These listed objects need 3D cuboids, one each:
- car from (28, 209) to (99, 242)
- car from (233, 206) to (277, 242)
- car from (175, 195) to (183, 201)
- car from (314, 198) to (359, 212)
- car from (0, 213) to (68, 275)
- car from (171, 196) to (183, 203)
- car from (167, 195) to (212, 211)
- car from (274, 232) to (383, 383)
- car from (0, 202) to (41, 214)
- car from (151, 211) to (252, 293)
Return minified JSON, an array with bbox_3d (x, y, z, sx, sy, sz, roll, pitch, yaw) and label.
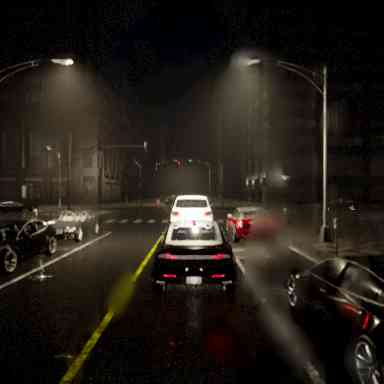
[{"bbox_3d":[-5.779,1.549,16.124,2.008,1.369,4.403,0,0,0],"label":"car"},{"bbox_3d":[2.746,1.438,16.135,1.967,1.590,4.097,0,0,0],"label":"car"},{"bbox_3d":[-3.185,1.545,84.855,1.837,1.490,4.892,0,0,0],"label":"car"},{"bbox_3d":[16.360,1.453,37.762,4.892,1.490,1.837,0,0,0],"label":"car"},{"bbox_3d":[-5.772,1.564,10.487,1.947,1.339,4.313,0,0,0],"label":"car"},{"bbox_3d":[-3.106,1.552,69.575,2.128,1.511,4.902,0,0,0],"label":"car"},{"bbox_3d":[-0.015,1.220,18.786,2.150,2.045,5.566,0,0,0],"label":"car"},{"bbox_3d":[2.759,1.565,4.863,1.947,1.339,4.313,0,0,0],"label":"car"},{"bbox_3d":[-18.198,1.651,34.199,4.718,1.301,1.895,0,0,0],"label":"car"},{"bbox_3d":[0.056,1.490,8.864,2.128,1.511,4.902,0,0,0],"label":"car"}]
